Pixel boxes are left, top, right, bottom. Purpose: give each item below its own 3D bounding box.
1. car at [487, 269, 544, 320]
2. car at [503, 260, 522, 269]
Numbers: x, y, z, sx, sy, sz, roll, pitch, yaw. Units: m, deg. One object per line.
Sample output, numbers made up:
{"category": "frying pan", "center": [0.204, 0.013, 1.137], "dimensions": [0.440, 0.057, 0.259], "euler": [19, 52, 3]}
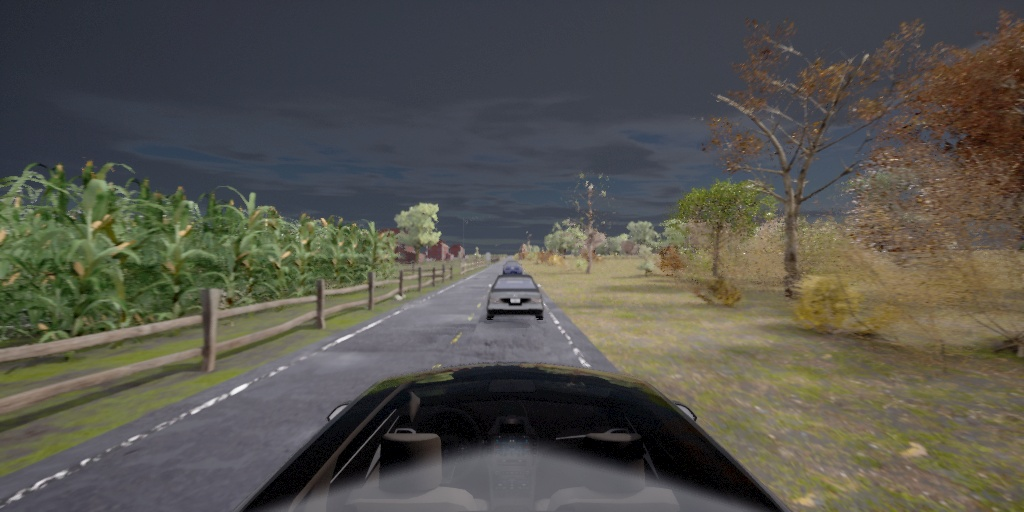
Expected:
{"category": "car", "center": [0.098, 1.352, 12.891], "dimensions": [2.033, 1.411, 5.357], "euler": [0, 0, 0]}
{"category": "car", "center": [0.057, 1.266, 39.300], "dimensions": [2.097, 1.767, 4.553], "euler": [0, 0, 0]}
